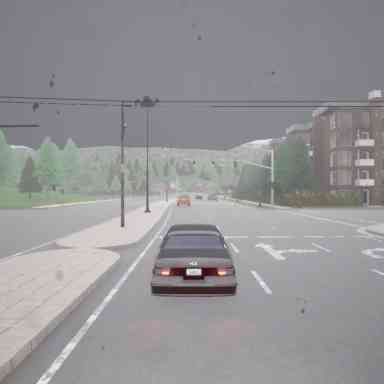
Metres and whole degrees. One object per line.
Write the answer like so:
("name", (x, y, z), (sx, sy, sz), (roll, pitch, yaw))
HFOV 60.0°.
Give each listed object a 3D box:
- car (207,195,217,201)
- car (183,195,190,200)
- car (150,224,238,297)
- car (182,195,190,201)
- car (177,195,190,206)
("car", (5.478, 1.539, 85.374), (2.033, 1.411, 5.357), (0, 0, 0))
("car", (-1.546, 1.571, 95.643), (1.895, 1.301, 4.718), (0, 0, 0))
("car", (0.042, 1.547, 8.758), (2.033, 1.411, 5.357), (0, 0, 0))
("car", (-1.522, 1.523, 85.328), (1.812, 1.442, 4.674), (0, 0, 0))
("car", (-1.358, 1.352, 54.503), (2.097, 1.767, 4.553), (0, 0, -1))
